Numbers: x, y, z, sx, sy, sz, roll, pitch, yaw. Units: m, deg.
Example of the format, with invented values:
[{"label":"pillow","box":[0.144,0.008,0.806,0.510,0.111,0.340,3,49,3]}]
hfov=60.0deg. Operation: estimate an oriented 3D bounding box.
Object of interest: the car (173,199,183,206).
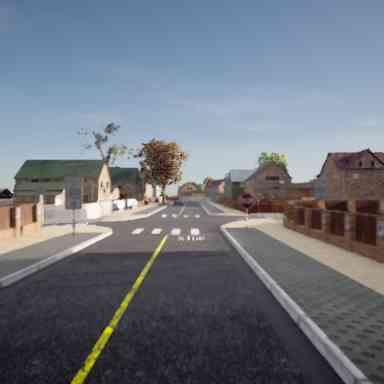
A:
[{"label":"car","box":[-2.774,2.101,65.703,1.895,1.301,4.718,0,0,0]}]
